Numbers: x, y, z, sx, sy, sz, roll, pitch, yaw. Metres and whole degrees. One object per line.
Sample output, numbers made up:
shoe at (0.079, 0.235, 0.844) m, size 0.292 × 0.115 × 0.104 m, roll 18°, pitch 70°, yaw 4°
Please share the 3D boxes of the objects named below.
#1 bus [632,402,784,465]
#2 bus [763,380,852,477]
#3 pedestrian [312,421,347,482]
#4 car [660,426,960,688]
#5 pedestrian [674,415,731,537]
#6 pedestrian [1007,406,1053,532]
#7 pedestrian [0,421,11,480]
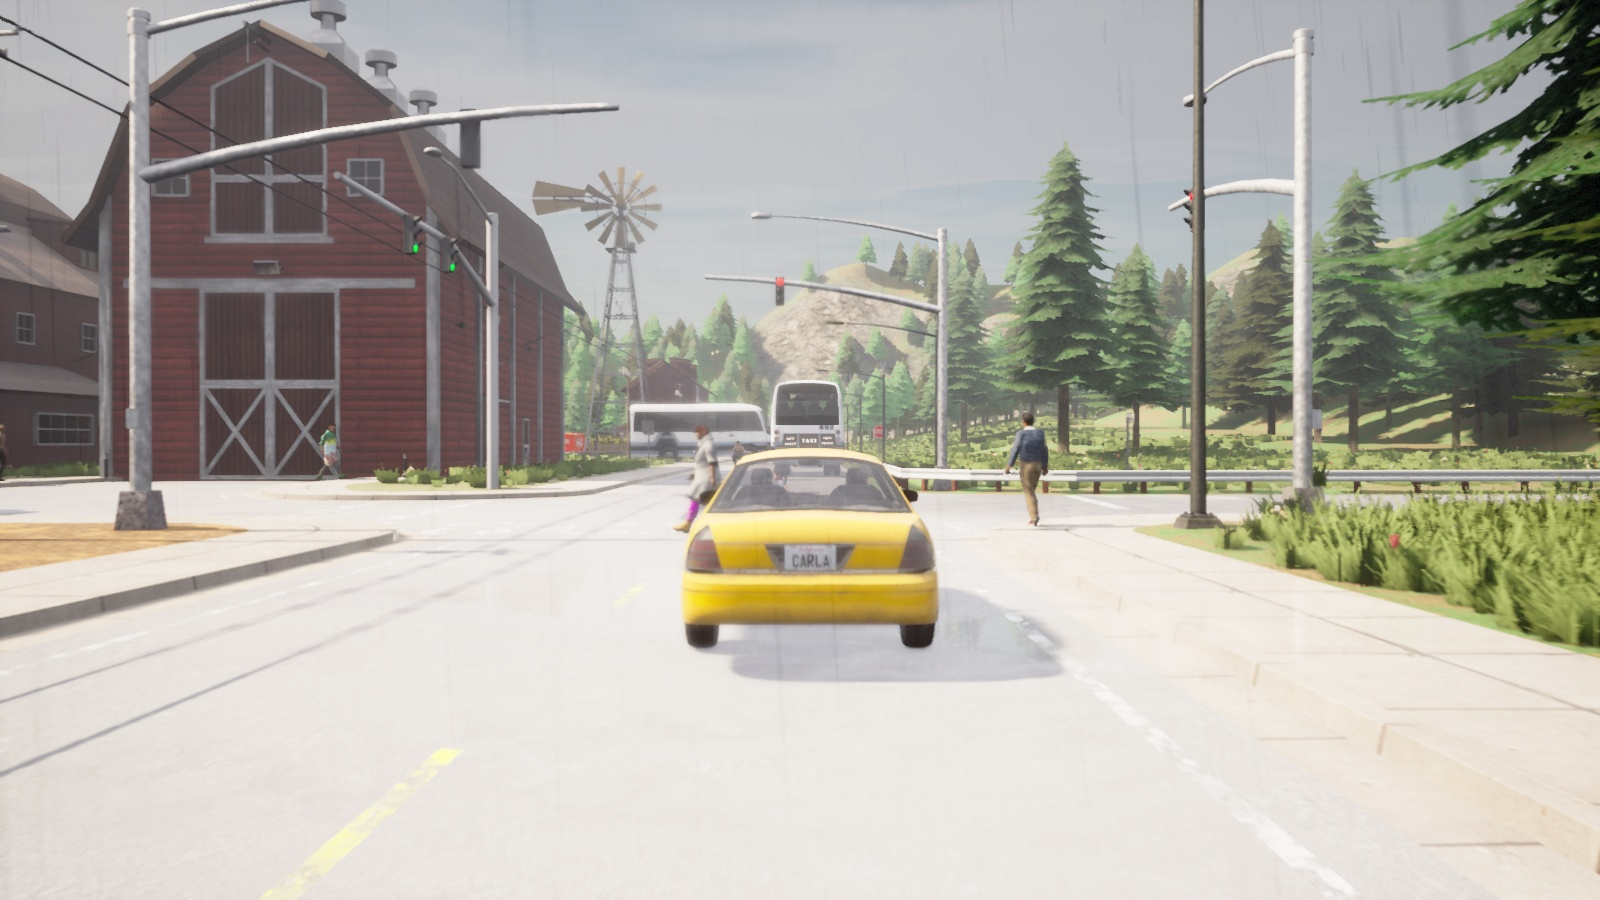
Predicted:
bus at (-6.353, -1.133, 88.329) m, size 10.273 × 4.253 × 3.944 m, roll 0°, pitch 0°, yaw 1°
bus at (0.360, -0.971, 60.423) m, size 3.944 × 4.253 × 10.273 m, roll 0°, pitch 0°, yaw 0°
pedestrian at (-15.353, 0.043, 40.991) m, size 0.873 × 1.952 × 0.659 m, roll 0°, pitch 0°, yaw 9°
car at (0.074, 0.628, 10.228) m, size 1.801 × 1.575 × 5.366 m, roll 0°, pitch 0°, yaw 0°
pedestrian at (-1.588, 0.417, 20.572) m, size 0.873 × 1.952 × 0.659 m, roll 0°, pitch 0°, yaw 1°
pedestrian at (3.643, 0.291, 19.917) m, size 0.423 × 1.949 × 0.788 m, roll 0°, pitch 0°, yaw -14°
pedestrian at (-24.967, 0.021, 39.077) m, size 0.331 × 1.846 × 0.634 m, roll 0°, pitch 0°, yaw 18°
